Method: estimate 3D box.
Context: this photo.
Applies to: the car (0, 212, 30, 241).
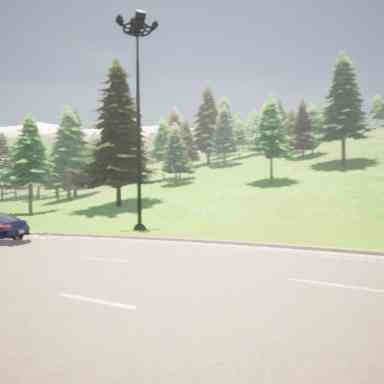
[{"bbox_3d":[-9.920,1.654,15.689,4.674,1.442,1.812,-1,0,16],"label":"car"}]
